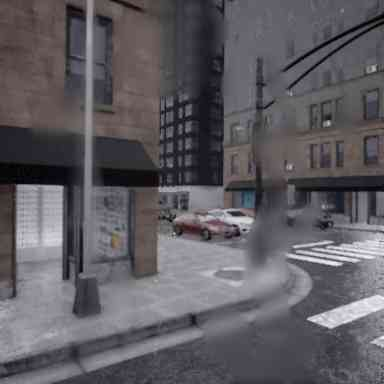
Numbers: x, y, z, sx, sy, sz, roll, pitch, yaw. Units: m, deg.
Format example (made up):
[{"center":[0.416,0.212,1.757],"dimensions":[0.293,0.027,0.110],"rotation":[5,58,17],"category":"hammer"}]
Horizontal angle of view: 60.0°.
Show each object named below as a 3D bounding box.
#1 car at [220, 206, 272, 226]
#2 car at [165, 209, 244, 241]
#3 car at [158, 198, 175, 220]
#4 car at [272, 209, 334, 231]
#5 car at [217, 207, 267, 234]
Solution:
[{"center":[4.314,1.911,27.381],"dimensions":[1.802,1.307,4.206],"rotation":[0,-1,-35],"category":"car"},{"center":[0.524,1.766,17.939],"dimensions":[1.802,1.307,4.206],"rotation":[0,-1,-35],"category":"car"},{"center":[-3.451,1.539,28.100],"dimensions":[2.150,2.045,5.566],"rotation":[1,-1,-35],"category":"car"},{"center":[7.488,1.824,22.855],"dimensions":[2.008,1.369,4.403],"rotation":[0,-1,-35],"category":"car"},{"center":[2.238,1.743,19.969],"dimensions":[1.812,1.442,4.674],"rotation":[1,-1,-34],"category":"car"}]
